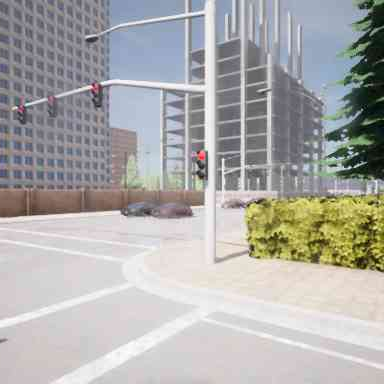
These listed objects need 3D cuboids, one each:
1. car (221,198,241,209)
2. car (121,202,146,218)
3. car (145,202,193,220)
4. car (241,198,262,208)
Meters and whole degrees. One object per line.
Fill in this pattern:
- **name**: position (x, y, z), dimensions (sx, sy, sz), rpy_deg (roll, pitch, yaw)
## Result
- **car**: position (5.791, 1.614, 45.747), dimensions (1.812, 1.442, 4.674), rpy_deg (0, 0, 35)
- **car**: position (-4.663, 1.609, 31.167), dimensions (1.994, 1.385, 4.181), rpy_deg (0, 0, 35)
- **car**: position (-1.731, 1.611, 29.250), dimensions (1.994, 1.385, 4.181), rpy_deg (0, 0, 35)
- **car**: position (8.646, 1.611, 43.722), dimensions (1.837, 1.490, 4.892), rpy_deg (0, 0, 35)
